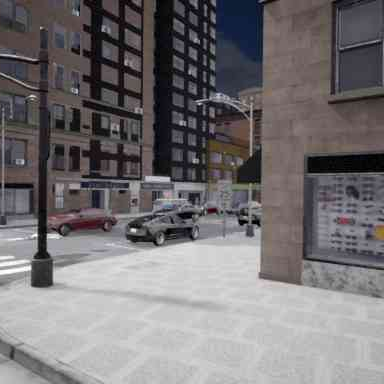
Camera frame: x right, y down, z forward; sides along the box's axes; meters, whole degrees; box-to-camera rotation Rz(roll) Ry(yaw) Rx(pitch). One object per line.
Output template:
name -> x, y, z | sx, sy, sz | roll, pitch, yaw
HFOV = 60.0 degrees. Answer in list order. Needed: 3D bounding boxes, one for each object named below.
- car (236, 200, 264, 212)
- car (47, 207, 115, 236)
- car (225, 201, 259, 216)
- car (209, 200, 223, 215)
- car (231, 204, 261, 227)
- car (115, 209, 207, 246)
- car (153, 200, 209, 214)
car -> 7.646, 1.823, 43.608 | 1.752, 1.417, 4.829 | 0, 0, 36
car -> -6.521, 1.634, 19.493 | 1.812, 1.442, 4.674 | 1, 0, 37
car -> 5.034, 1.813, 35.555 | 2.033, 1.411, 5.357 | 1, 0, 36
car -> 1.329, 1.645, 34.821 | 1.967, 1.590, 4.097 | 0, 0, 36
car -> 5.040, 1.850, 25.381 | 1.947, 1.339, 4.313 | 0, 0, 36
car -> -1.378, 1.764, 16.456 | 1.947, 1.339, 4.313 | 0, 0, 36
car -> -1.061, 1.672, 27.089 | 2.128, 1.511, 4.902 | 1, 0, 35
